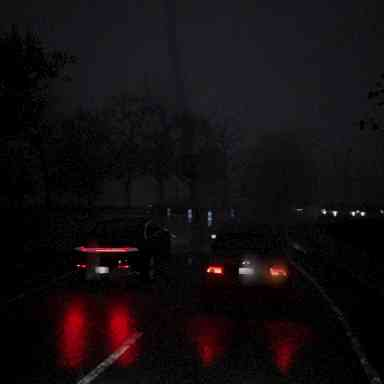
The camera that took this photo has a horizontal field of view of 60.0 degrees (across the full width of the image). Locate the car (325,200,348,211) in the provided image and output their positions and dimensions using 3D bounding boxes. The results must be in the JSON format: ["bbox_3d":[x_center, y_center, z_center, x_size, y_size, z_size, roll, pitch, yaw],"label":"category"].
[{"bbox_3d":[21.036,1.950,47.549,5.008,1.535,1.882,2,-1,-38],"label":"car"}]

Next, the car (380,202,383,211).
[{"bbox_3d":[35.361,2.600,58.808,4.892,1.490,1.837,3,-2,-38],"label":"car"}]

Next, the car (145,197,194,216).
[{"bbox_3d":[-2.192,1.353,31.220,4.553,1.767,2.097,0,0,-14],"label":"car"}]

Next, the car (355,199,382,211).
[{"bbox_3d":[28.210,2.135,53.186,4.553,1.767,2.097,2,-2,-39],"label":"car"}]

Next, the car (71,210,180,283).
[{"bbox_3d":[-1.781,1.492,9.692,2.128,1.511,4.902,0,0,4],"label":"car"}]

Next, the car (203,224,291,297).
[{"bbox_3d":[1.419,1.547,8.780,2.033,1.411,5.357,0,0,9],"label":"car"}]

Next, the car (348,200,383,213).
[{"bbox_3d":[23.901,2.050,45.344,5.357,1.411,2.033,2,-1,-38],"label":"car"}]

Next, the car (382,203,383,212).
[{"bbox_3d":[31.129,2.380,51.055,4.181,1.385,1.994,3,-2,-38],"label":"car"}]
